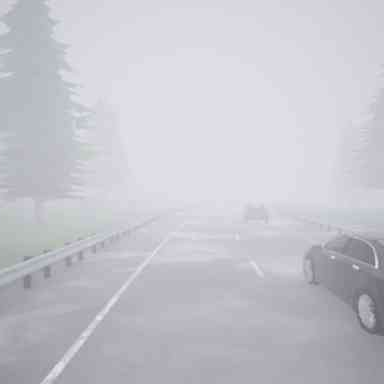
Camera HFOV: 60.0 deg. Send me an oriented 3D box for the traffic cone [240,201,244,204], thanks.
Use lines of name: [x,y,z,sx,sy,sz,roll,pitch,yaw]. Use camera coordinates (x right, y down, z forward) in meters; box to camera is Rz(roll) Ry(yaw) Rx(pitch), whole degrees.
traffic cone: [10.419,2.318,69.770,0.340,0.580,0.340,0,0,14]

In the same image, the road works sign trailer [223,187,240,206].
road works sign trailer: [7.282,0.789,63.346,2.380,3.560,2.880,0,0,14]

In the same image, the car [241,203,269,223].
car: [5.012,1.633,26.745,2.128,1.511,4.902,0,0,6]

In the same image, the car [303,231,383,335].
car: [3.751,1.546,6.732,1.837,1.490,4.892,0,0,2]
